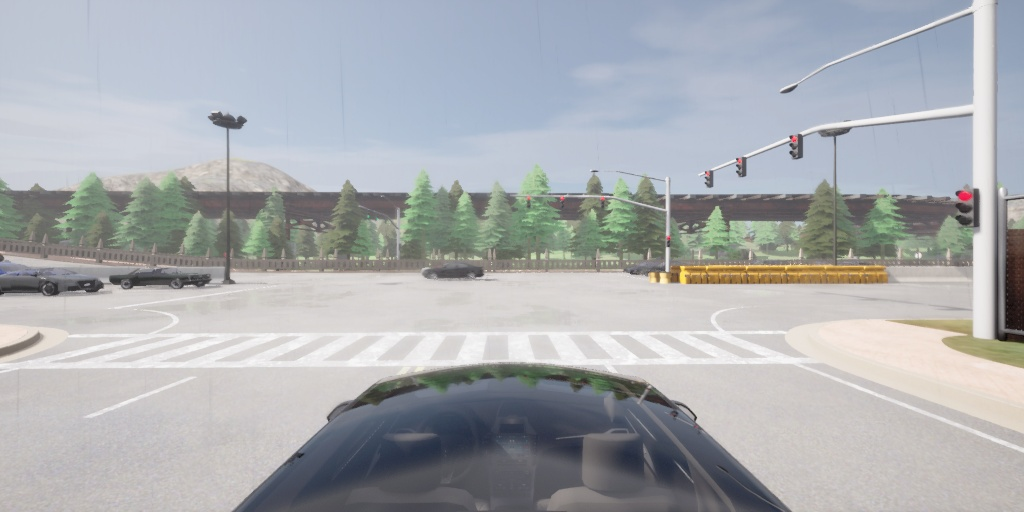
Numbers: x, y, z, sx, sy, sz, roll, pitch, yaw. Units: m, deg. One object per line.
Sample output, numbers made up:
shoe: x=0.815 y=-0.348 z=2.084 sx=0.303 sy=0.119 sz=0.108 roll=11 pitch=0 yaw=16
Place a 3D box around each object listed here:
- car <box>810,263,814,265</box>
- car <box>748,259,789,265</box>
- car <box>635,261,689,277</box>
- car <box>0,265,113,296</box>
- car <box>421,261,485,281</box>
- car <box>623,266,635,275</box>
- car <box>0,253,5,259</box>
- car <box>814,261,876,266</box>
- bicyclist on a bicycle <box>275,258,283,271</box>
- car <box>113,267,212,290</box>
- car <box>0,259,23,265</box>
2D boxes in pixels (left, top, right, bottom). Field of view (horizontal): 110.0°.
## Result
car: x=33.278 y=1.241 z=38.027 sx=4.902 sy=1.511 sz=2.128 roll=0 pitch=0 yaw=-2
car: x=21.406 y=1.102 z=30.657 sx=4.553 sy=1.767 sz=2.097 roll=0 pitch=0 yaw=-2
car: x=14.765 y=1.228 z=33.952 sx=5.008 sy=1.535 sz=1.882 roll=0 pitch=0 yaw=-2
car: x=-24.024 y=1.306 z=18.537 sx=4.181 sy=1.385 sz=1.994 roll=0 pitch=0 yaw=-2
car: x=-4.751 y=1.227 z=29.841 sx=5.008 sy=1.535 sz=1.882 roll=0 pitch=0 yaw=-2
car: x=14.438 y=1.297 z=37.444 sx=5.357 sy=1.411 sz=2.033 roll=0 pitch=0 yaw=-2
car: x=-53.090 y=-0.220 z=35.325 sx=4.181 sy=1.385 sz=1.994 roll=7 pitch=0 yaw=-1
car: x=32.504 y=1.257 z=34.500 sx=4.892 sy=1.490 sz=1.837 roll=1 pitch=0 yaw=-2
bicyclist on a bicycle: x=-28.458 y=1.041 z=43.894 sx=0.582 sy=1.620 sz=1.656 roll=0 pitch=0 yaw=-2
car: x=-21.484 y=1.345 z=22.115 sx=4.718 sy=1.301 sz=1.895 roll=0 pitch=0 yaw=-2
car: x=-30.868 y=1.166 z=21.827 sx=5.008 sy=1.535 sz=1.882 roll=1 pitch=0 yaw=-2
